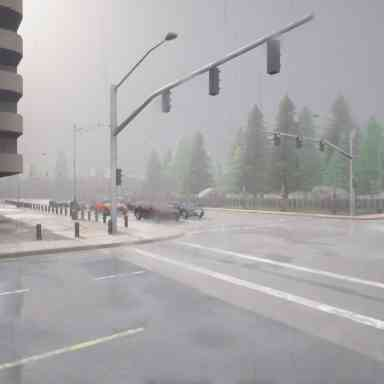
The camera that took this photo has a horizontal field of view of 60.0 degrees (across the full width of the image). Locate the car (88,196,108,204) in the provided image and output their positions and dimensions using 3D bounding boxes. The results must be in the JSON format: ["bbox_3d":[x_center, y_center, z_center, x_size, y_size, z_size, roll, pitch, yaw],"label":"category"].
[{"bbox_3d":[-18.740,1.547,66.049,2.128,1.511,4.902,0,0,-36],"label":"car"}]

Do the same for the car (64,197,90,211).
[{"bbox_3d":[-13.748,1.547,41.307,2.128,1.511,4.902,0,0,-36],"label":"car"}]

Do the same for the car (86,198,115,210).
[{"bbox_3d":[-12.552,1.603,45.580,2.033,1.411,5.357,0,0,-36],"label":"car"}]

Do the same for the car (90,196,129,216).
[{"bbox_3d":[-8.320,1.407,33.947,2.097,1.767,4.553,0,0,-36],"label":"car"}]

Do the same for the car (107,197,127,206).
[{"bbox_3d":[-13.227,1.581,58.610,1.812,1.442,4.674,0,0,-36],"label":"car"}]

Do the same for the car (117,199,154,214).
[{"bbox_3d":[-6.385,1.547,37.224,2.128,1.511,4.902,0,0,-36],"label":"car"}]

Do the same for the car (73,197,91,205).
[{"bbox_3d":[-20.807,1.656,62.957,1.895,1.301,4.718,0,0,-36],"label":"car"}]

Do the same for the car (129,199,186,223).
[{"bbox_3d":[-2.851,1.533,26.553,1.882,1.535,5.008,0,0,-36],"label":"car"}]

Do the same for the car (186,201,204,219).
[{"bbox_3d":[-0.867,1.547,29.758,2.128,1.511,4.902,0,0,-36],"label":"car"}]

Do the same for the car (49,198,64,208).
[{"bbox_3d":[-20.021,1.603,49.856,2.033,1.411,5.357,0,0,-36],"label":"car"}]
